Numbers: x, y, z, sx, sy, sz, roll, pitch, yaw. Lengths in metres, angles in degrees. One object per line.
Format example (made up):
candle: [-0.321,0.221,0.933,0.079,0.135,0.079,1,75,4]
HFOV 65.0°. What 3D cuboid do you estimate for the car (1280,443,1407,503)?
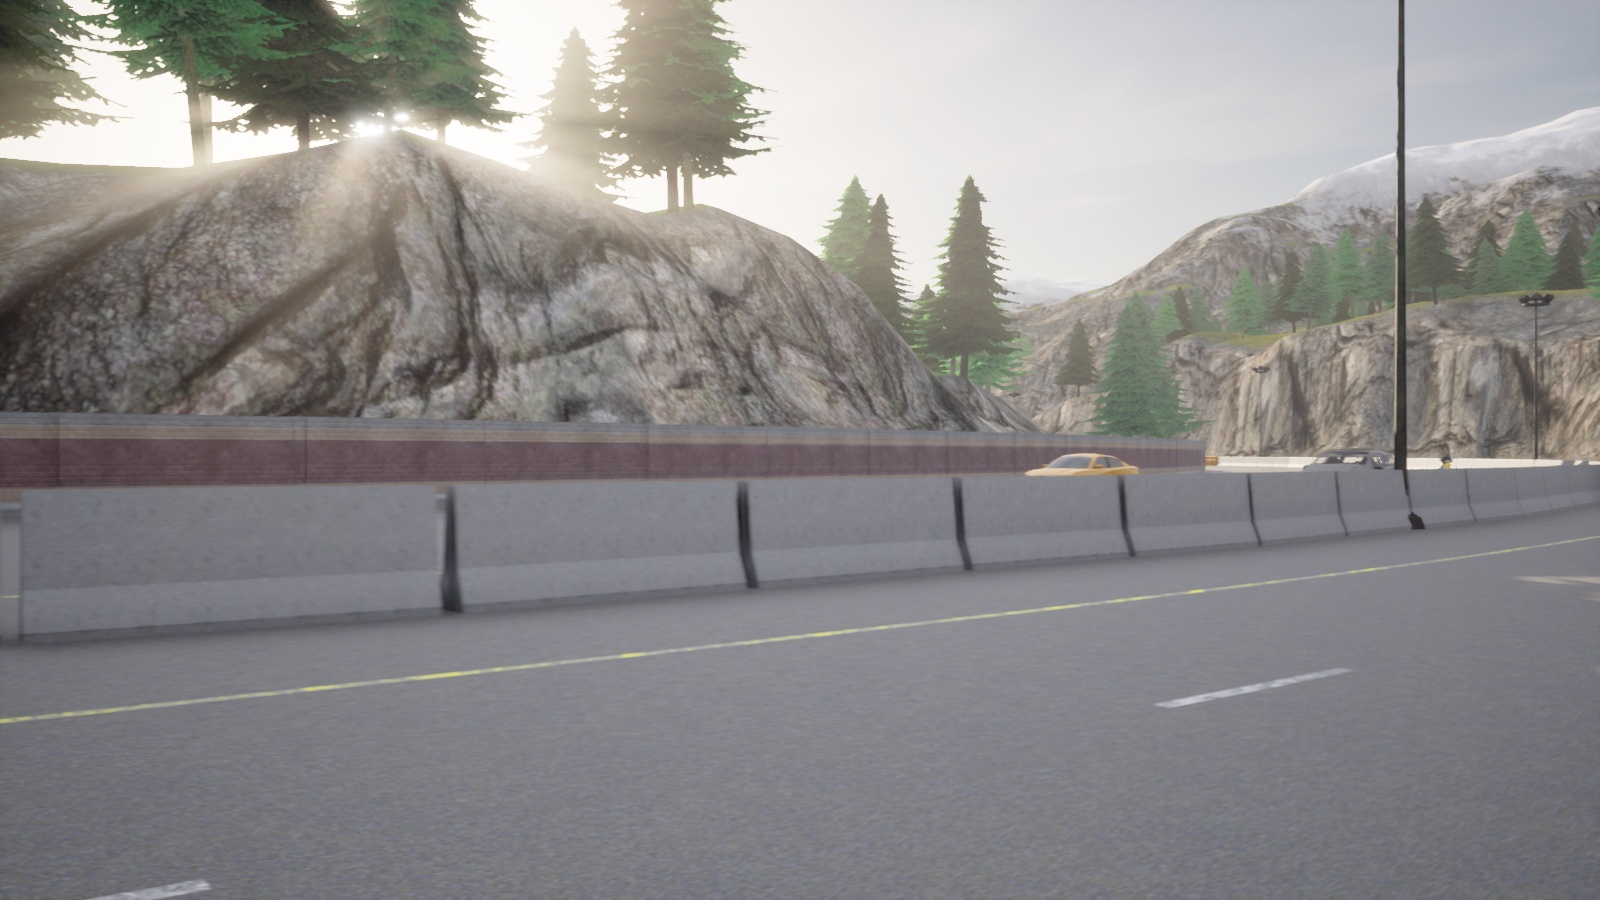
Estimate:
car: [16.362,0.653,37.671,2.242,1.667,4.611,0,0,41]

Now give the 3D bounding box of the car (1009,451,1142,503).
car: [8.758,0.809,39.646,1.882,1.535,5.008,0,0,42]
